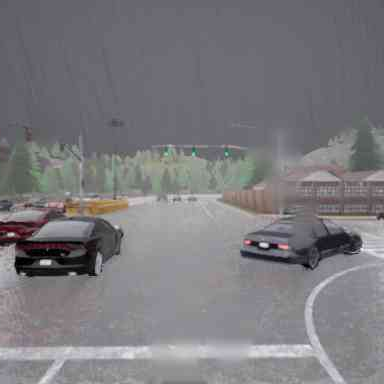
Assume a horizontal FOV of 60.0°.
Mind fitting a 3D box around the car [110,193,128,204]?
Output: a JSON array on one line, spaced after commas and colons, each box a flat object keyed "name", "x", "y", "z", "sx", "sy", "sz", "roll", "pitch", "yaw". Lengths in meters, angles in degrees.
[{"name": "car", "x": -14.010, "y": 1.231, "z": 64.374, "sx": 2.150, "sy": 2.045, "sz": 5.566, "roll": 0, "pitch": 1, "yaw": 1}]

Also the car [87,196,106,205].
[{"name": "car", "x": -17.498, "y": 1.565, "z": 61.324, "sx": 2.033, "sy": 1.411, "sz": 5.357, "roll": 0, "pitch": 0, "yaw": 0}]

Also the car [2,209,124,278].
[{"name": "car", "x": -3.403, "y": 1.482, "z": 10.213, "sx": 1.882, "sy": 1.535, "sz": 5.008, "roll": 0, "pitch": 0, "yaw": 0}]

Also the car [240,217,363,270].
[{"name": "car", "x": 3.844, "y": 1.541, "z": 11.116, "sx": 5.357, "sy": 1.411, "sz": 2.033, "roll": 0, "pitch": 0, "yaw": -44}]

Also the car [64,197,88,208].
[{"name": "car", "x": -17.556, "y": 1.498, "z": 50.675, "sx": 1.882, "sy": 1.535, "sz": 5.008, "roll": 0, "pitch": 0, "yaw": 0}]

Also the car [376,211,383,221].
[{"name": "car", "x": 15.901, "y": 1.520, "z": 23.125, "sx": 5.357, "sy": 1.411, "sz": 2.033, "roll": 0, "pitch": 0, "yaw": 2}]

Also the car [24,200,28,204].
[{"name": "car", "x": -21.080, "y": 1.504, "z": 45.345, "sx": 1.882, "sy": 1.535, "sz": 5.008, "roll": 0, "pitch": 0, "yaw": 0}]

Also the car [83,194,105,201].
[{"name": "car", "x": -14.085, "y": 1.237, "z": 45.281, "sx": 2.150, "sy": 2.045, "sz": 5.566, "roll": 0, "pitch": 0, "yaw": 0}]

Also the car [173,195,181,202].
[{"name": "car", "x": -3.497, "y": 1.519, "z": 78.222, "sx": 2.128, "sy": 1.511, "sz": 4.902, "roll": 0, "pitch": 0, "yaw": 0}]

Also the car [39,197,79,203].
[{"name": "car", "x": -14.097, "y": 1.369, "z": 35.707, "sx": 2.097, "sy": 1.767, "sz": 4.553, "roll": 0, "pitch": 0, "yaw": 0}]

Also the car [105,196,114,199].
[{"name": "car", "x": -14.024, "y": 1.577, "z": 55.204, "sx": 1.994, "sy": 1.385, "sz": 4.181, "roll": 0, "pitch": 0, "yaw": 1}]

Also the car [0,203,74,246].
[{"name": "car", "x": -6.901, "y": 1.487, "z": 15.206, "sx": 1.882, "sy": 1.535, "sz": 5.008, "roll": 0, "pitch": 0, "yaw": 0}]

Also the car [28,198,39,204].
[{"name": "car", "x": -17.595, "y": 1.569, "z": 40.933, "sx": 2.033, "sy": 1.411, "sz": 5.357, "roll": 0, "pitch": 0, "yaw": 0}]

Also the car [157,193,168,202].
[{"name": "car", "x": -6.998, "y": 1.224, "z": 78.326, "sx": 2.150, "sy": 2.045, "sz": 5.566, "roll": 0, "pitch": 0, "yaw": 0}]

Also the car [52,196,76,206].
[{"name": "car", "x": -21.021, "y": 1.516, "z": 54.759, "sx": 2.128, "sy": 1.511, "sz": 4.902, "roll": 0, "pitch": 0, "yaw": 0}]

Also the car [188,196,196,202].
[{"name": "car", "x": 0.003, "y": 1.540, "z": 78.391, "sx": 1.994, "sy": 1.385, "sz": 4.181, "roll": 0, "pitch": 0, "yaw": 0}]

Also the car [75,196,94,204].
[{"name": "car", "x": -20.998, "y": 1.525, "z": 64.951, "sx": 2.128, "sy": 1.511, "sz": 4.902, "roll": 0, "pitch": 0, "yaw": 0}]

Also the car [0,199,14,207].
[{"name": "car", "x": -21.096, "y": 1.533, "z": 35.850, "sx": 1.837, "sy": 1.490, "sz": 4.892, "roll": 0, "pitch": 0, "yaw": 0}]
